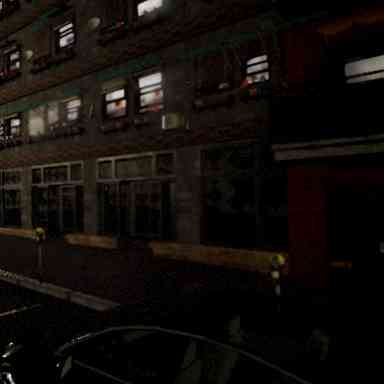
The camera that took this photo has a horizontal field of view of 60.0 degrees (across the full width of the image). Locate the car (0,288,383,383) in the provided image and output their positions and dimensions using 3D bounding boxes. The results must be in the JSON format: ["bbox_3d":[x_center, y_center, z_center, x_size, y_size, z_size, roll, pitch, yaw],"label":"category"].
[{"bbox_3d":[0.038,1.567,2.864,4.313,1.339,1.947,0,-1,36],"label":"car"}]
